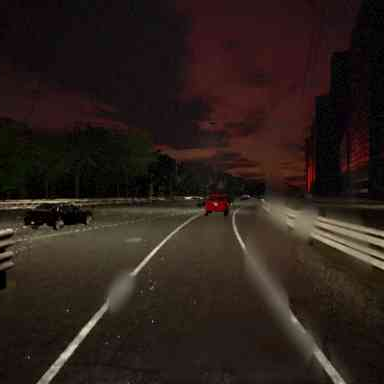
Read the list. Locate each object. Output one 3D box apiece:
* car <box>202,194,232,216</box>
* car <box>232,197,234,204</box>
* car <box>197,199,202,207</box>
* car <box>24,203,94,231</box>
[{"bbox_3d":[2.688,1.312,34.417,2.150,2.045,5.566,0,0,9],"label":"car"},{"bbox_3d":[7.684,1.526,72.200,2.150,2.045,5.566,0,0,17],"label":"car"},{"bbox_3d":[2.341,1.705,54.411,2.033,1.411,5.357,0,0,17],"label":"car"},{"bbox_3d":[-7.882,1.421,20.244,1.837,1.490,4.892,0,0,17],"label":"car"}]
